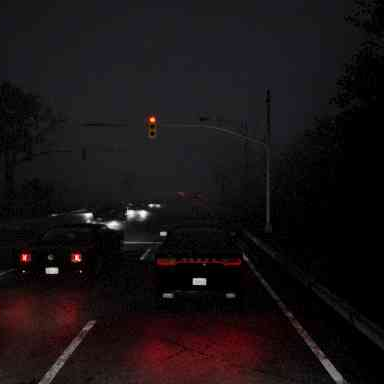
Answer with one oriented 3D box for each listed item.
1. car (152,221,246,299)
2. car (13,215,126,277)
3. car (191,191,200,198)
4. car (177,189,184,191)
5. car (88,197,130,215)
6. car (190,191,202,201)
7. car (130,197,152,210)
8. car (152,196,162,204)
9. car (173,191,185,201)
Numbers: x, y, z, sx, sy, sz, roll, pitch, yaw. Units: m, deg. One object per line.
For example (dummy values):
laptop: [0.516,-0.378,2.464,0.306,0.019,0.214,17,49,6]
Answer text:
car: [0.153,1.478,8.522,1.882,1.535,5.008,0,0,0]
car: [-3.373,1.601,10.199,1.895,1.301,4.718,0,0,-1]
car: [0.815,0.561,77.603,1.895,1.301,4.718,0,3,1]
car: [-2.689,0.173,77.247,2.097,1.767,4.553,0,3,1]
car: [-6.852,1.477,28.035,1.882,1.535,5.008,0,0,1]
car: [0.792,0.738,66.938,2.150,2.045,5.566,0,3,1]
car: [-6.684,1.601,42.678,1.895,1.301,4.718,0,0,1]
car: [-6.474,1.442,58.956,1.994,1.385,4.181,0,2,1]
car: [-2.808,1.070,66.869,2.033,1.411,5.357,0,3,1]
